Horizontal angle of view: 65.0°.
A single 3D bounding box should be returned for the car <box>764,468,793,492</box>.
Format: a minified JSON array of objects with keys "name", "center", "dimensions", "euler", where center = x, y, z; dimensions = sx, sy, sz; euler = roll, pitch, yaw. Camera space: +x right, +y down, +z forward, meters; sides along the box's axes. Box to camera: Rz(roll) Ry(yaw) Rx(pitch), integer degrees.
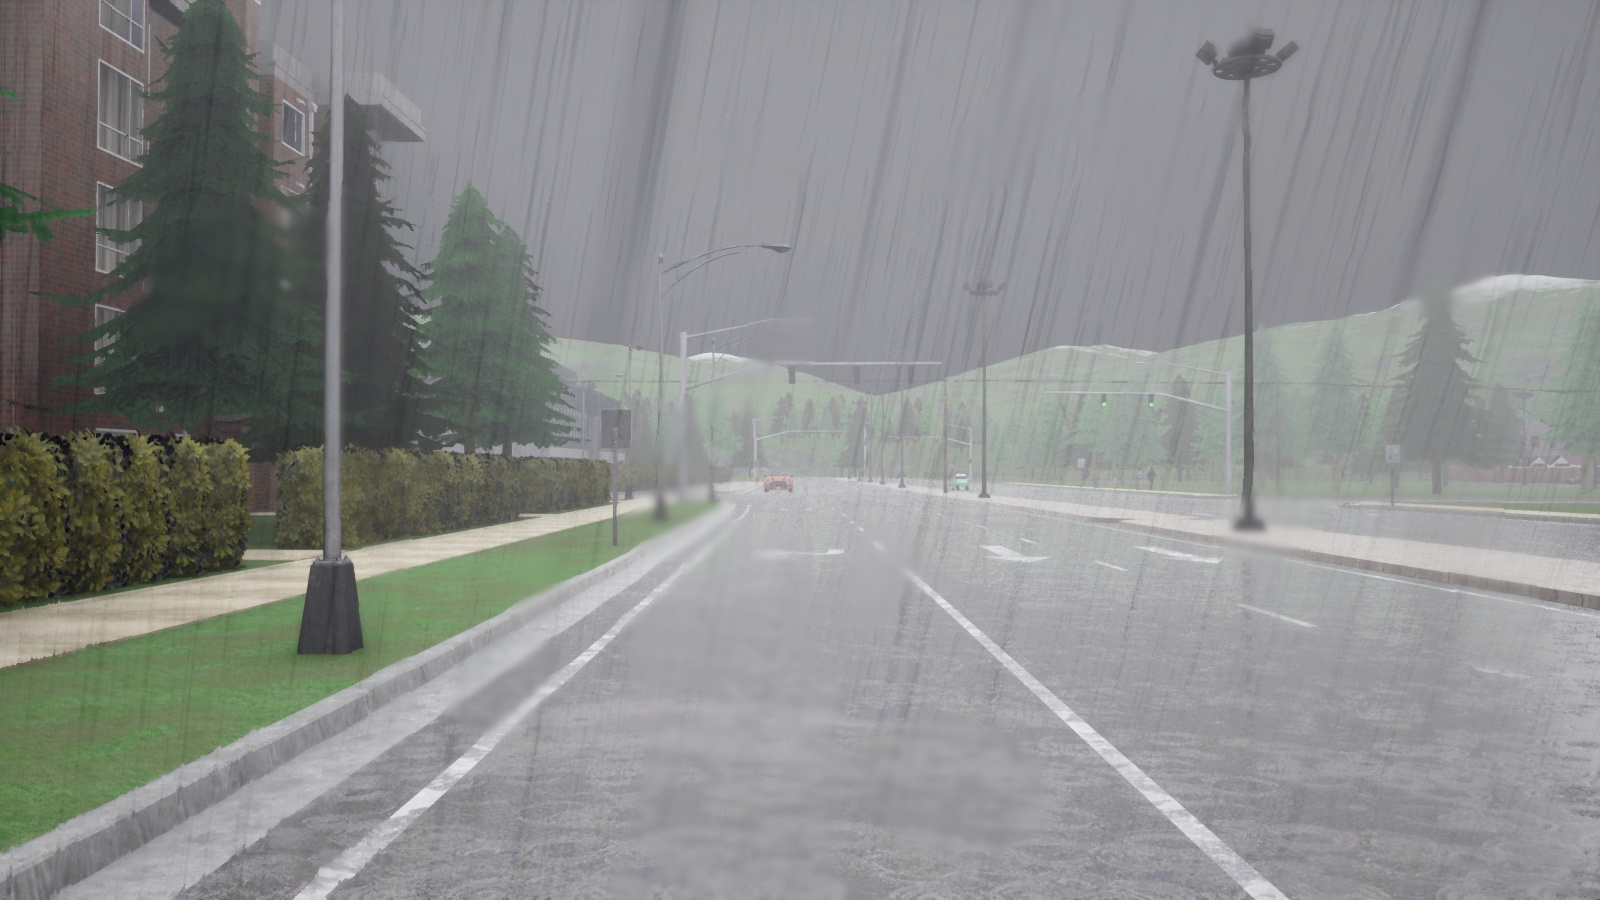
[{"name":"car","center":[-1.571,2.254,94.034],"dimensions":[2.097,1.767,4.553],"euler":[0,-1,0]}]
